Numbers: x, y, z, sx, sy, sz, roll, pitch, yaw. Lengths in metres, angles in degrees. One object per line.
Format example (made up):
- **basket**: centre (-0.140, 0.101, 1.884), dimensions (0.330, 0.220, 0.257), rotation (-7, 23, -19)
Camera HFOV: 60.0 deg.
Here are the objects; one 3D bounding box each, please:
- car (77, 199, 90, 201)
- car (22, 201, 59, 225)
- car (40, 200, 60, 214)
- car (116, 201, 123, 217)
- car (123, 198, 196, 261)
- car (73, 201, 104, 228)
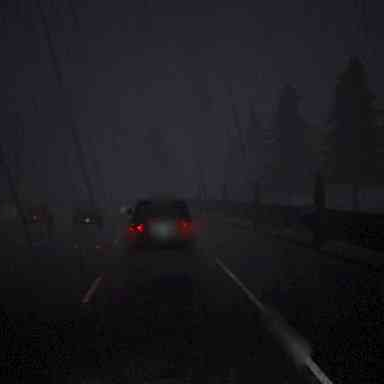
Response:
- **car**: centre (-12.631, 1.577, 38.468), dimensions (2.128, 1.511, 4.902), rotation (0, 0, -24)
- **car**: centre (-11.300, 1.559, 24.877), dimensions (1.882, 1.535, 5.008), rotation (0, 0, -16)
- **car**: centre (-16.603, 1.683, 38.739), dimensions (1.994, 1.385, 4.181), rotation (0, 0, -24)
- **car**: centre (-6.108, 1.560, 31.555), dimensions (1.812, 1.442, 4.674), rotation (0, 0, -19)
- **car**: centre (-1.249, 1.225, 12.495), dimensions (2.150, 2.045, 5.566), rotation (0, 0, -9)
- **car**: centre (-7.029, 1.573, 22.693), dimensions (1.812, 1.442, 4.674), rotation (0, 0, -15)
